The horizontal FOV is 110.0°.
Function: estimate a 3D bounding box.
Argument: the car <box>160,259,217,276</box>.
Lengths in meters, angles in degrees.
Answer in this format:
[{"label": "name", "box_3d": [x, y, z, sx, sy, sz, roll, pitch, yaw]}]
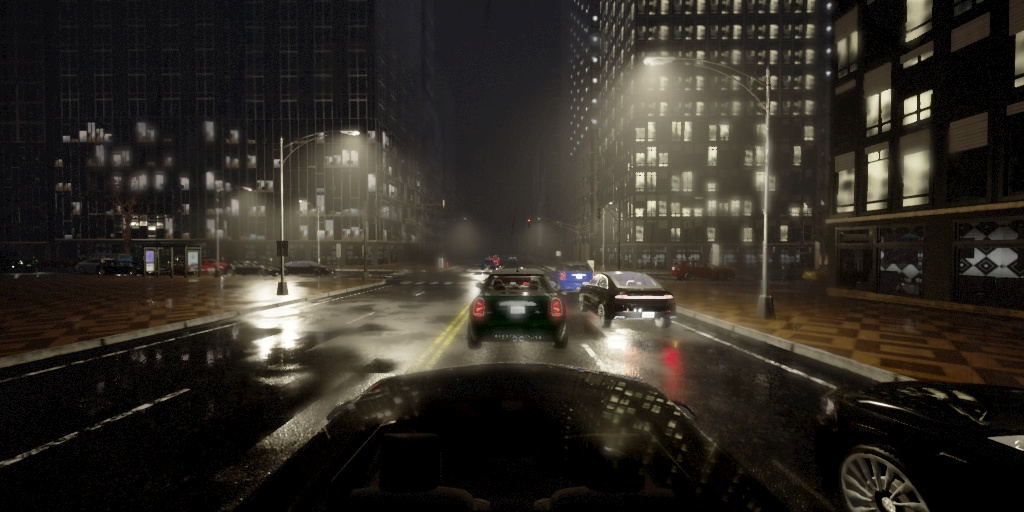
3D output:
[{"label": "car", "box_3d": [-28.374, 1.138, 31.486, 4.207, 1.307, 1.802, 0, 0, 1]}]

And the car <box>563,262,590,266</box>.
[{"label": "car", "box_3d": [3.376, 1.092, 20.115, 2.097, 1.767, 4.553, 0, 0, 0]}]

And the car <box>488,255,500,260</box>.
[{"label": "car", "box_3d": [-3.246, 0.925, 61.025, 2.150, 2.045, 5.566, 0, 0, 0]}]

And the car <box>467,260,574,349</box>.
[{"label": "car", "box_3d": [0.111, 1.099, 9.300, 2.097, 1.767, 4.553, 0, 0, 0]}]

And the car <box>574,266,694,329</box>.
[{"label": "car", "box_3d": [3.364, 1.237, 11.273, 2.128, 1.511, 4.902, 0, 0, 0]}]

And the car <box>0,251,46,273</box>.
[{"label": "car", "box_3d": [-49.577, 0.538, 34.683, 5.566, 2.045, 2.150, 1, 1, -1]}]

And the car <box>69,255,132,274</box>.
[{"label": "car", "box_3d": [-38.922, 0.942, 34.410, 4.674, 1.442, 1.812, 1, 1, 2]}]

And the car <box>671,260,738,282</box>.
[{"label": "car", "box_3d": [16.234, 1.269, 30.763, 5.009, 1.841, 2.192, 0, 0, 1]}]

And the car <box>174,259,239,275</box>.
[{"label": "car", "box_3d": [-29.068, 1.031, 34.190, 4.674, 1.442, 1.812, 1, 1, 1]}]

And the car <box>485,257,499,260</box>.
[{"label": "car", "box_3d": [-3.277, 1.241, 50.801, 1.812, 1.442, 4.674, 0, 0, 0]}]

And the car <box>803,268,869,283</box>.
[{"label": "car", "box_3d": [27.682, 1.579, 30.550, 4.829, 1.417, 1.751, 0, 0, 1]}]

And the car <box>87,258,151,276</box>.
[{"label": "car", "box_3d": [-34.054, 1.069, 31.668, 4.313, 1.339, 1.948, 0, 0, 1]}]

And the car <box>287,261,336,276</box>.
[{"label": "car", "box_3d": [-19.662, 1.139, 33.972, 5.357, 1.411, 2.033, 0, 1, 0]}]

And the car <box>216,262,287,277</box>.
[{"label": "car", "box_3d": [-22.690, 1.173, 31.345, 4.313, 1.339, 1.948, 0, 0, 1]}]

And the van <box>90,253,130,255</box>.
[{"label": "van", "box_3d": [-45.233, 0.604, 40.344, 3.998, 1.789, 1.690, 0, 0, 1]}]

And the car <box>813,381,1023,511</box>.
[{"label": "car", "box_3d": [3.344, 1.242, 0.881, 2.128, 1.511, 4.902, 0, 0, 0]}]
